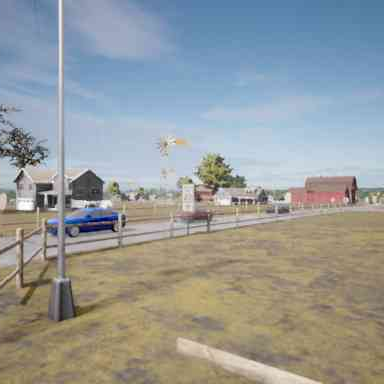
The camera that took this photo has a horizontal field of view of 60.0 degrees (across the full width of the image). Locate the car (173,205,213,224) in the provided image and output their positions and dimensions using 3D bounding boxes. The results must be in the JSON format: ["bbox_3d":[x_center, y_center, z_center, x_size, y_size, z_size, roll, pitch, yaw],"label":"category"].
[{"bbox_3d":[0.044,1.886,28.422,1.812,1.442,4.674,0,-1,36],"label":"car"}]

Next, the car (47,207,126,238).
[{"bbox_3d":[-6.158,1.699,19.740,1.882,1.535,5.008,0,-1,34],"label":"car"}]

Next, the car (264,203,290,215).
[{"bbox_3d":[11.446,2.217,44.188,2.033,1.411,5.357,0,-1,36],"label":"car"}]
